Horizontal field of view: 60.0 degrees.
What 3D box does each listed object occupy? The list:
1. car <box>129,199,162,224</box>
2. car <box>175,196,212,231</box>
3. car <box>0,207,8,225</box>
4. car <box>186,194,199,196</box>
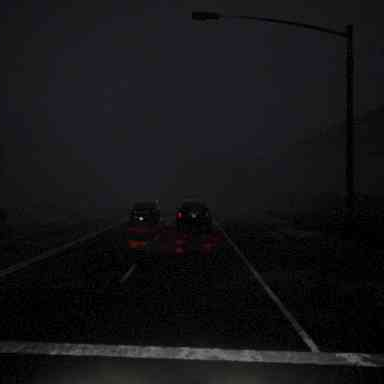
[{"bbox_3d":[-3.400,1.520,24.677,1.837,1.490,4.892,0,0,0],"label":"car"},{"bbox_3d":[0.099,1.365,20.762,2.097,1.767,4.553,0,0,0],"label":"car"},{"bbox_3d":[-14.025,1.505,21.596,2.128,1.511,4.902,0,0,0],"label":"car"},{"bbox_3d":[0.062,1.252,45.167,2.150,2.045,5.566,0,0,0],"label":"car"}]
